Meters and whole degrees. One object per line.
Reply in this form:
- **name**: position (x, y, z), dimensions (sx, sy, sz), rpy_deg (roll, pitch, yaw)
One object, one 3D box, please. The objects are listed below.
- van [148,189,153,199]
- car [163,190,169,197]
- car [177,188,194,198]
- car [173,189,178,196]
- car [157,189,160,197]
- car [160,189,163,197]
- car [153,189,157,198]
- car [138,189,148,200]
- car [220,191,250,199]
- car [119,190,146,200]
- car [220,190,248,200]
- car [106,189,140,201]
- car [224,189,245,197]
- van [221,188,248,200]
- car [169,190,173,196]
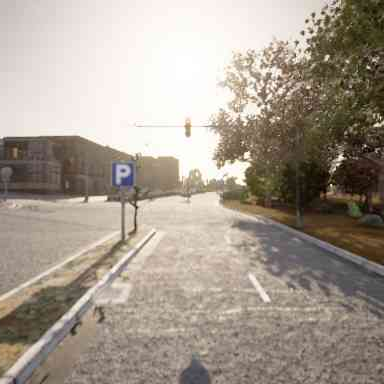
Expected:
- **van**: position (-10.314, 0.396, 63.268), dimensions (4.442, 1.987, 1.878), rpy_deg (-1, 0, -14)
- **car**: position (-8.542, 0.498, 78.222), dimensions (4.674, 1.452, 2.002), rpy_deg (-1, 1, -12)
- **car**: position (-1.379, 0.499, 73.263), dimensions (1.837, 1.490, 4.892), rpy_deg (0, 1, 7)
- **car**: position (-6.719, 0.325, 90.168), dimensions (5.008, 1.535, 2.097), rpy_deg (-1, 1, -11)
- **car**: position (-9.719, 0.597, 69.237), dimensions (4.674, 1.452, 2.002), rpy_deg (-1, 1, -13)
- **car**: position (-9.351, 0.565, 72.239), dimensions (4.674, 1.452, 2.002), rpy_deg (-1, 0, -13)
- **car**: position (-10.089, 0.592, 66.241), dimensions (4.892, 1.521, 2.231), rpy_deg (-1, 0, -14)
- **car**: position (-10.866, 0.683, 57.278), dimensions (5.366, 1.575, 1.946), rpy_deg (-1, 0, -15)
- **car**: position (8.130, 0.572, 62.863), dimensions (5.366, 1.575, 1.946), rpy_deg (0, 0, -13)
- **car**: position (-10.776, 0.531, 60.228), dimensions (4.553, 1.767, 2.185), rpy_deg (-1, 0, -14)
- **car**: position (7.597, 0.482, 59.868), dimensions (4.553, 1.767, 2.185), rpy_deg (0, 0, -14)
- **car**: position (-11.508, 0.758, 54.286), dimensions (4.792, 1.488, 2.163), rpy_deg (-1, 1, -15)
- **car**: position (10.266, 0.242, 80.438), dimensions (4.553, 1.767, 2.185), rpy_deg (0, 1, -11)
- **van**: position (7.217, 0.415, 56.897), dimensions (4.442, 1.987, 1.878), rpy_deg (0, 1, -14)
- **car**: position (-8.095, 0.173, 81.225), dimensions (5.566, 2.045, 2.435), rpy_deg (-1, 0, -12)
